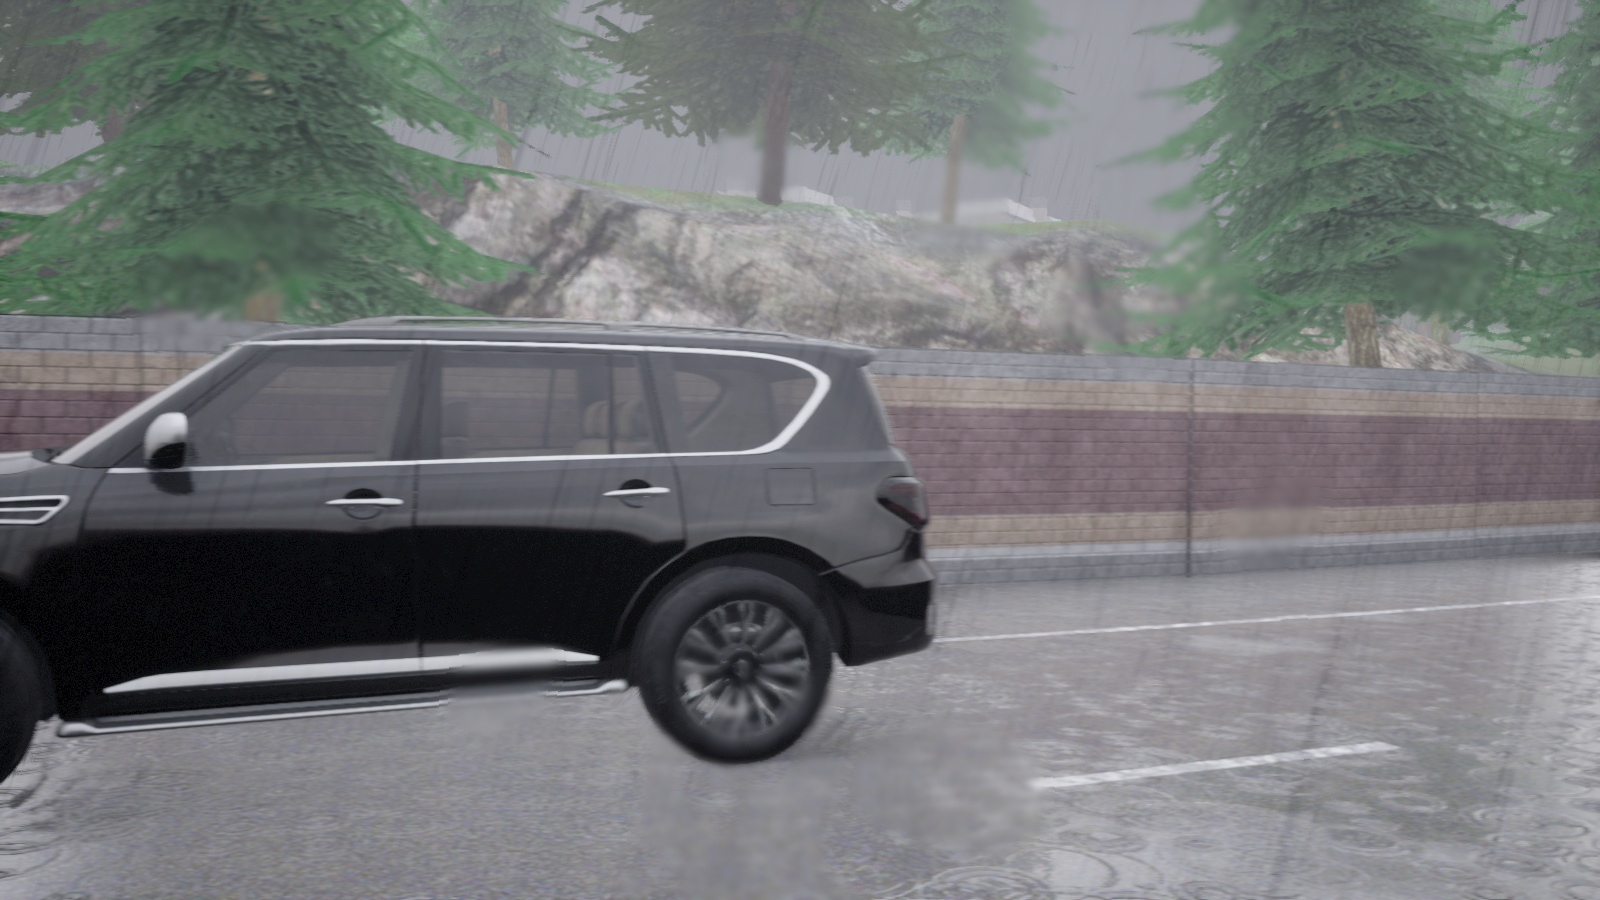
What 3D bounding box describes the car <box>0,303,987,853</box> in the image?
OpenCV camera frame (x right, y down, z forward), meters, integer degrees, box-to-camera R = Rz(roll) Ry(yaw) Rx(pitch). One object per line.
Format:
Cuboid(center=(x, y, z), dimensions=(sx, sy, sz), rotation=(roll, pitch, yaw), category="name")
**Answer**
Cuboid(center=(-2.084, 0.441, 6.130), dimensions=(5.566, 2.045, 2.150), rotation=(-1, 1, -20), category="car")
